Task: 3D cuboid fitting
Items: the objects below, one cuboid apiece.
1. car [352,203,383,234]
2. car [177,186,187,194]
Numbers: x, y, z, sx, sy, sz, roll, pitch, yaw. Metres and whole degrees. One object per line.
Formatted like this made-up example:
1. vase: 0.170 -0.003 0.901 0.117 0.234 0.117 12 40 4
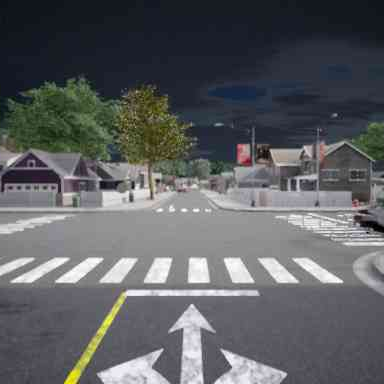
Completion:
1. car: 9.398 1.154 13.998 4.902 1.511 2.128 0 1 0
2. car: -2.082 -0.478 71.139 1.882 1.535 5.008 0 1 0
